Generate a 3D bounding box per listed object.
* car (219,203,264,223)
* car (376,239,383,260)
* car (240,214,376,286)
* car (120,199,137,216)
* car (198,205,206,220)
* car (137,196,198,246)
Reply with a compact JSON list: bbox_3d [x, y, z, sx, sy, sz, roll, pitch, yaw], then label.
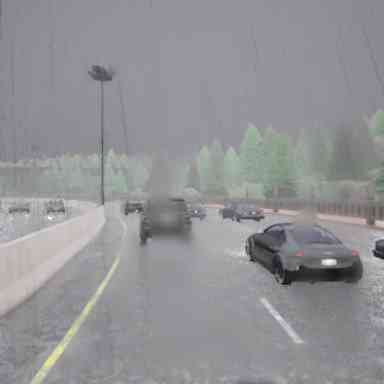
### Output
[{"bbox_3d":[3.704,1.524,25.592,2.033,1.411,5.357,0,0,-14],"label":"car"},{"bbox_3d":[6.641,1.520,7.791,2.033,1.411,5.357,0,0,-5],"label":"car"},{"bbox_3d":[2.913,1.550,9.496,1.994,1.385,4.181,0,0,-5],"label":"car"},{"bbox_3d":[-6.012,1.514,33.387,1.837,1.490,4.892,0,0,-19],"label":"car"},{"bbox_3d":[-0.379,1.538,27.395,2.033,1.411,5.357,0,0,-16],"label":"car"},{"bbox_3d":[-1.359,1.220,15.555,2.150,2.045,5.566,0,0,-9],"label":"car"}]
